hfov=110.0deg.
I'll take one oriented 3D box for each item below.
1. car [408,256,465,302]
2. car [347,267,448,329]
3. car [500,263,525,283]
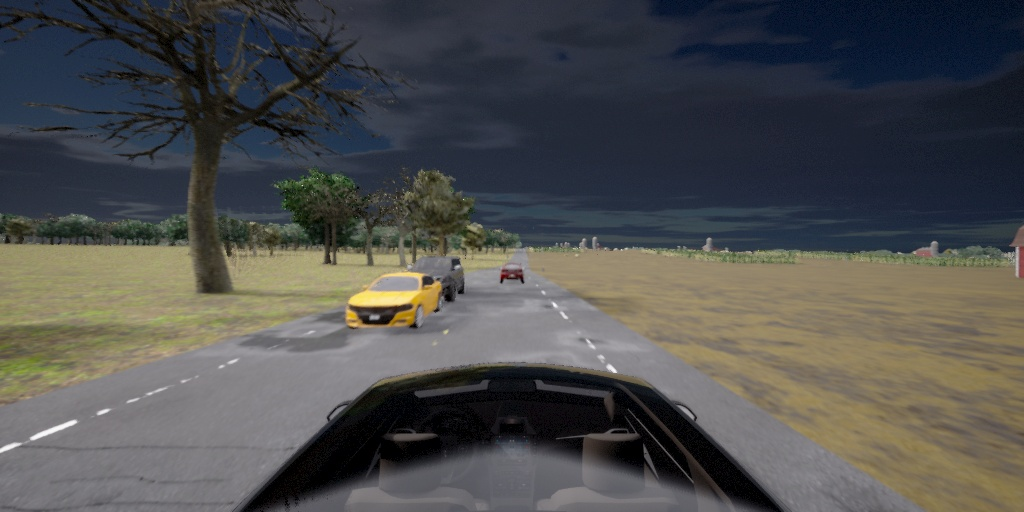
[{"bbox_3d":[-3.580,0.995,17.234,2.150,2.045,5.566,0,0,0],"label":"car"},{"bbox_3d":[-3.478,1.270,11.471,1.882,1.535,5.008,0,0,-1],"label":"car"},{"bbox_3d":[0.023,1.330,29.490,1.882,1.535,5.008,0,0,0],"label":"car"}]
